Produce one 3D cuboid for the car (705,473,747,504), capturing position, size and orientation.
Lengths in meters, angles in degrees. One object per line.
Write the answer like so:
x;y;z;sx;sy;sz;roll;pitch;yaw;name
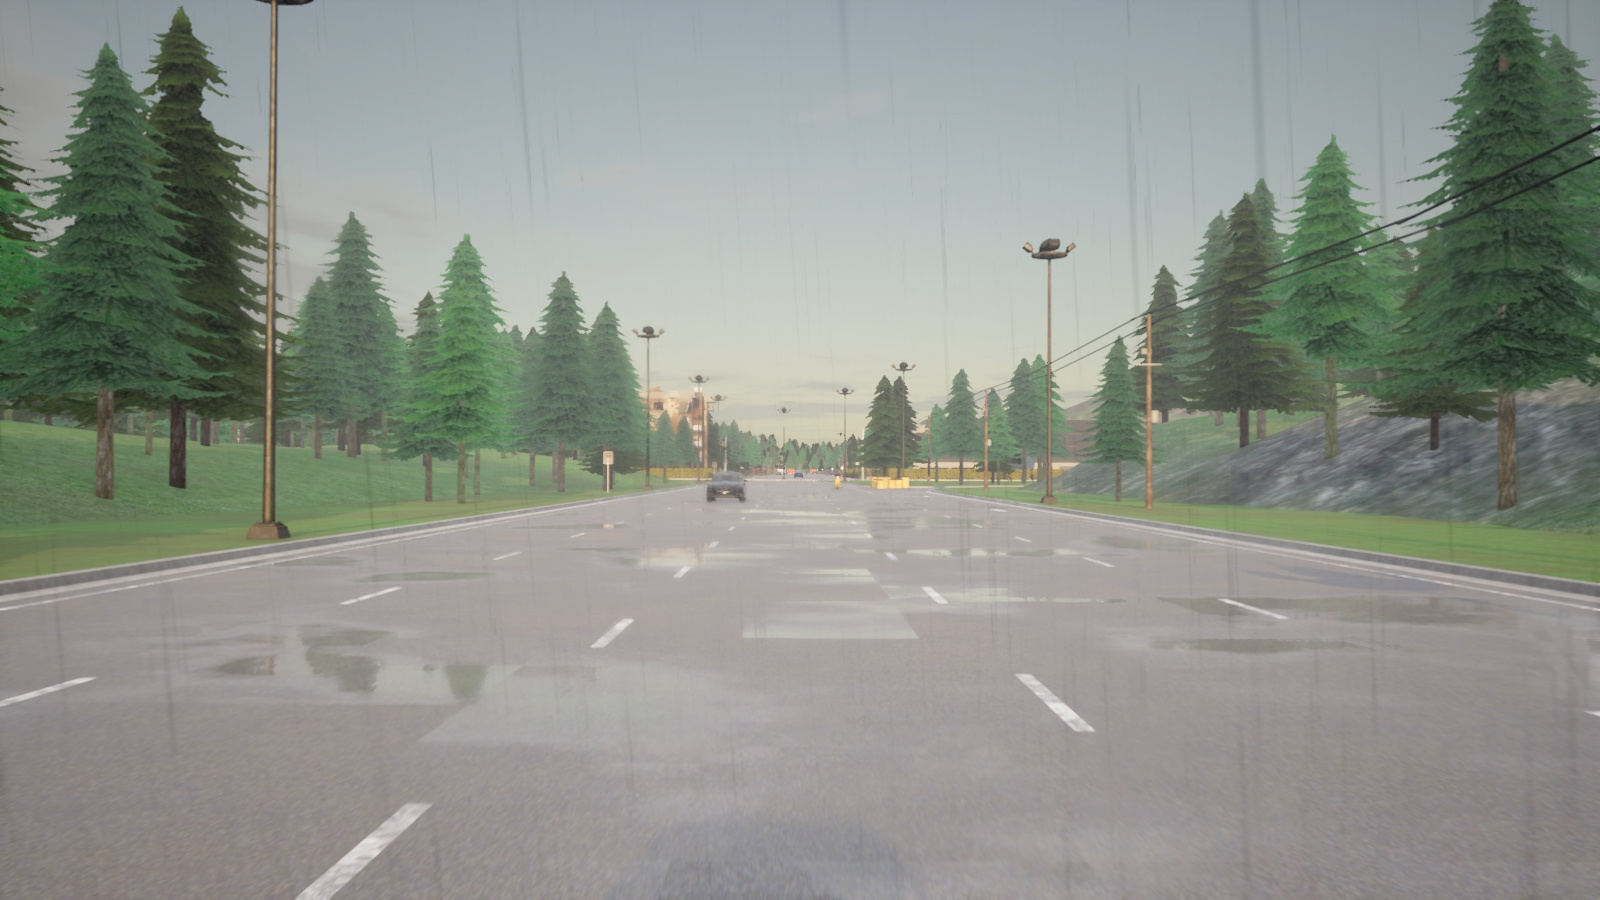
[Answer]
-3.653;1.889;62.994;1.837;1.490;4.892;0;-1;0;car
